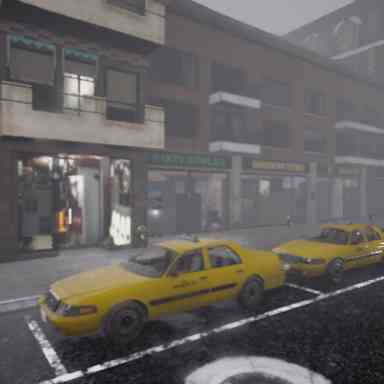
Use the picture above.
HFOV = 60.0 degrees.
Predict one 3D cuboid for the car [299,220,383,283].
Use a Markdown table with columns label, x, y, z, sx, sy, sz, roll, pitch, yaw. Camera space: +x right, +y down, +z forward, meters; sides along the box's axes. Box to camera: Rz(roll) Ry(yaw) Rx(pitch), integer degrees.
| label | x | y | z | sx | sy | sz | roll | pitch | yaw |
| --- | --- | --- | --- | --- | --- | --- | --- | --- | --- |
| car | 4.241 | 1.506 | 9.575 | 4.829 | 1.417 | 1.752 | 0 | 0 | -35 |

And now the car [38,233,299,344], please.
| label | x | y | z | sx | sy | sz | roll | pitch | yaw |
| --- | --- | --- | --- | --- | --- | --- | --- | --- | --- |
| car | -0.257 | 1.518 | 6.369 | 4.829 | 1.417 | 1.752 | 0 | 0 | -35 |
